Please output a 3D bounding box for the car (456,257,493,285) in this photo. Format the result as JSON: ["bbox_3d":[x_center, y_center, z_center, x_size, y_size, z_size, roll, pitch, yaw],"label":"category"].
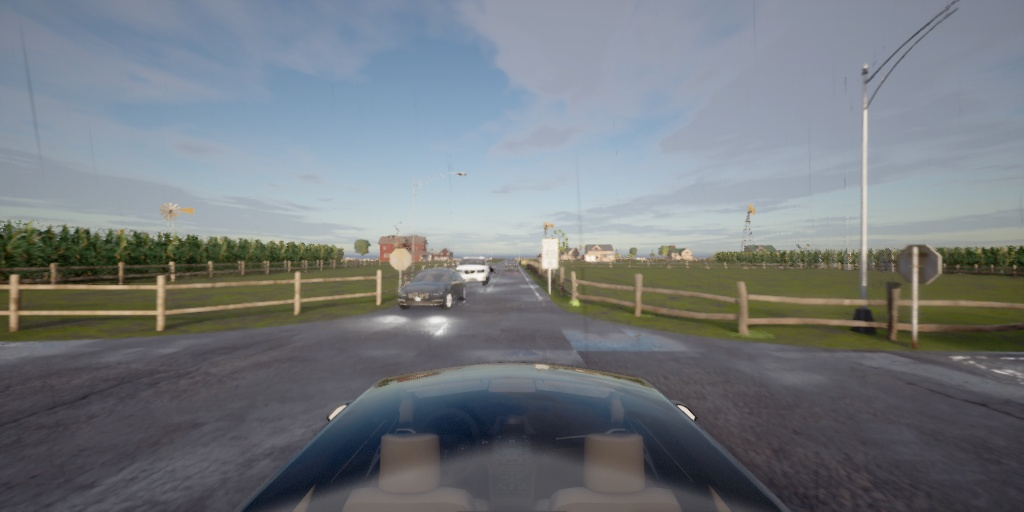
[{"bbox_3d":[-2.865,1.054,27.012,2.150,2.045,5.566,0,0,0],"label":"car"}]

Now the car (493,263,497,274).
[{"bbox_3d":[-2.859,1.480,42.725,1.895,1.301,4.718,0,0,0],"label":"car"}]

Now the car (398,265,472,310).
[{"bbox_3d":[-3.162,1.297,15.098,1.837,1.490,4.892,0,0,4],"label":"car"}]

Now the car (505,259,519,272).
[{"bbox_3d":[-0.025,1.395,50.296,2.128,1.511,4.902,0,0,0],"label":"car"}]
